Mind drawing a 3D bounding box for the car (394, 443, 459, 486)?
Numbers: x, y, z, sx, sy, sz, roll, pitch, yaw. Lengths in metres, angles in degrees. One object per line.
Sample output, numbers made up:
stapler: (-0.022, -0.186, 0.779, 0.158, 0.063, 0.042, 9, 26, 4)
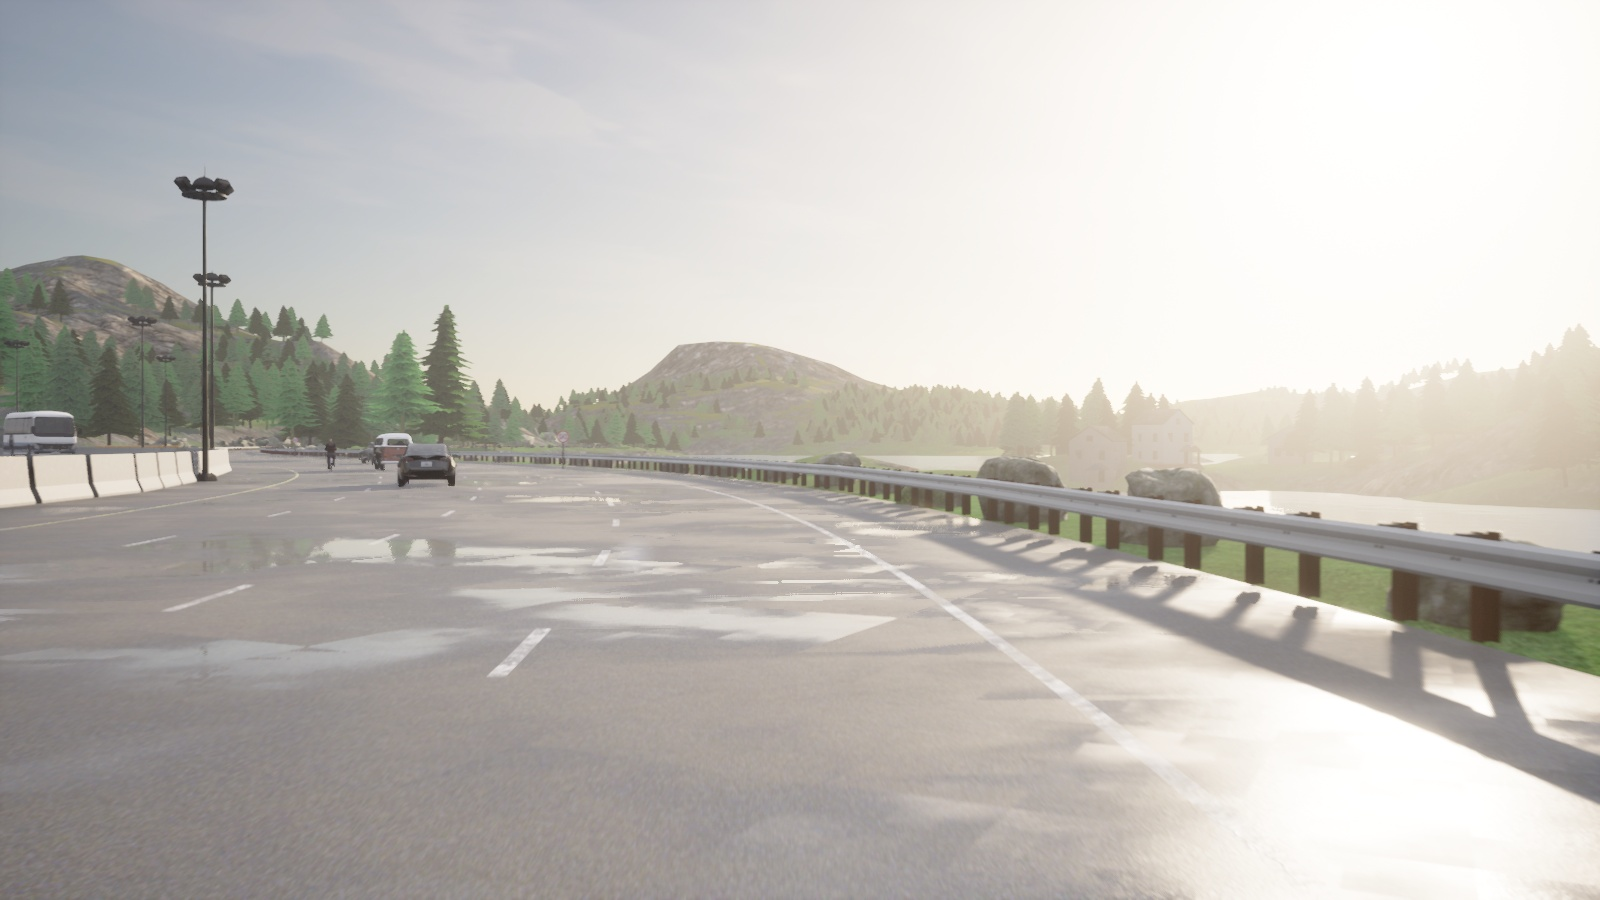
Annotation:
car: (-13.521, 0.483, 45.580, 2.163, 1.488, 4.792, 0, 0, -16)

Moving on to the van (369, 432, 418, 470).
van: (-22.915, 0.061, 70.642, 2.069, 2.038, 4.480, 0, 0, -25)

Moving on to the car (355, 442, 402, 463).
car: (-31.083, 0.166, 92.583, 2.128, 1.511, 4.902, 0, 0, -33)
